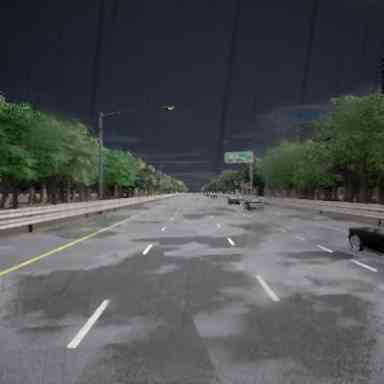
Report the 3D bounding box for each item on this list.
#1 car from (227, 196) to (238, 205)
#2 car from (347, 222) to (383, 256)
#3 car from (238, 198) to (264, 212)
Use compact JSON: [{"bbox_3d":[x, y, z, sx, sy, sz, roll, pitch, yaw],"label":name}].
[{"bbox_3d":[7.196,1.488,58.371,1.882,1.535,5.008,0,0,0],"label":"car"},{"bbox_3d":[7.008,1.603,10.928,1.895,1.301,4.718,0,0,0],"label":"car"},{"bbox_3d":[7.088,1.495,38.639,2.128,1.511,4.902,0,0,0],"label":"car"}]
